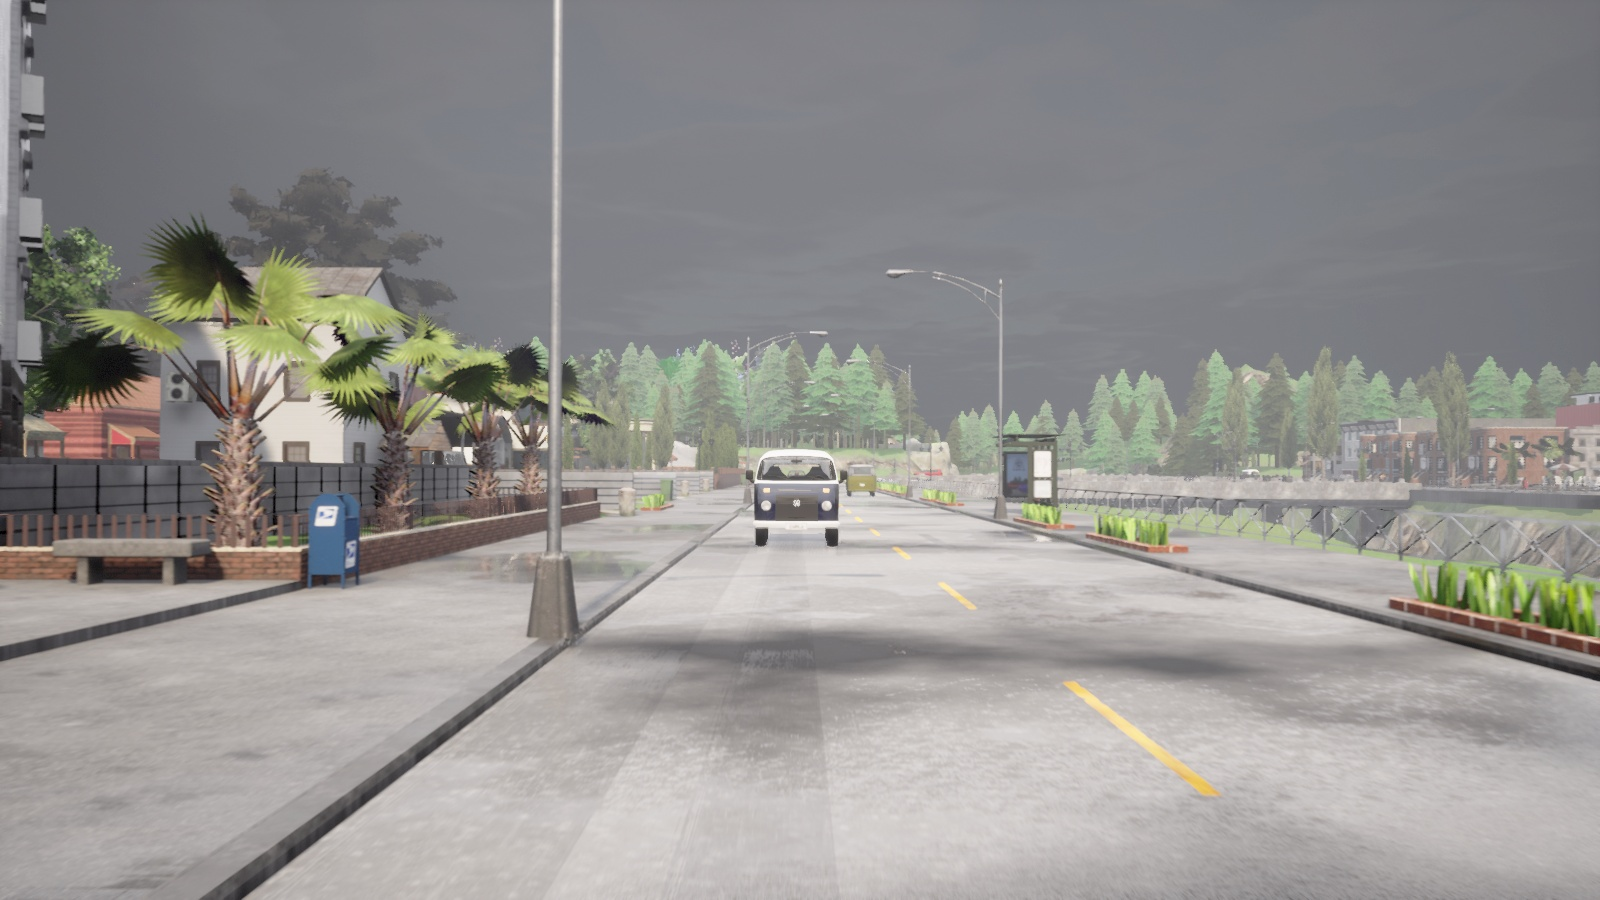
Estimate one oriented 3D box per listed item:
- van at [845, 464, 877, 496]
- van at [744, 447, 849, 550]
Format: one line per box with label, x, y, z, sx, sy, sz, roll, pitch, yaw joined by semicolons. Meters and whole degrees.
van;3.806;1.877;79.113;1.775;1.987;4.442;0;-1;0
van;-0.067;0.992;27.089;2.069;2.038;4.480;0;-1;0
